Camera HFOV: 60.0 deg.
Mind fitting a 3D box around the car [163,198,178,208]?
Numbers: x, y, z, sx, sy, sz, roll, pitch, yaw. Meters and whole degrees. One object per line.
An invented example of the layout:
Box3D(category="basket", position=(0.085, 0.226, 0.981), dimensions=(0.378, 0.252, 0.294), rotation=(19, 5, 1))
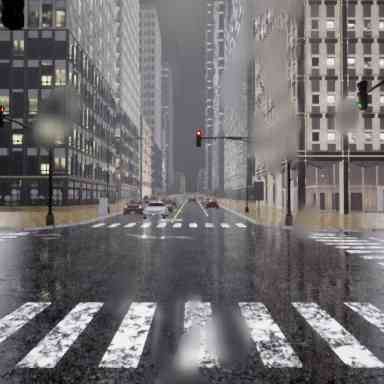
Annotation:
Box3D(category="car", position=(-3.101, 1.620, 49.188), dimensions=(1.895, 1.301, 4.718), rotation=(0, 0, 0))

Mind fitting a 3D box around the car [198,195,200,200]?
Box3D(category="car", position=(2.693, 1.590, 61.687), dimensions=(1.947, 1.339, 4.313), rotation=(1, 0, 0))

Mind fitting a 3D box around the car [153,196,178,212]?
Box3D(category="car", position=(-3.107, 1.562, 38.878), dimensions=(2.033, 1.411, 5.357), rotation=(0, 0, 0))

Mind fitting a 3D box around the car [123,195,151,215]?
Box3D(category="car", position=(-5.680, 1.453, 33.741), dimensions=(1.967, 1.590, 4.097), rotation=(1, 0, 0))

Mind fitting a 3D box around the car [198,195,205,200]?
Box3D(category="car", position=(2.687, 1.583, 95.150), dimensions=(1.887, 1.381, 4.507), rotation=(1, 0, 0))

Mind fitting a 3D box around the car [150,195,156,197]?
Box3D(category="car", position=(-5.680, 1.332, 44.891), dimensions=(2.192, 1.841, 5.009), rotation=(1, 0, 0))

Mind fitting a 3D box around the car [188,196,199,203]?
Box3D(category="car", position=(0.071, 1.573, 70.456), dimensions=(2.033, 1.411, 5.357), rotation=(0, 0, 0))

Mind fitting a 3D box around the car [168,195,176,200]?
Box3D(category="car", position=(-5.694, 1.605, 95.068), dimensions=(1.947, 1.339, 4.313), rotation=(1, 0, 0))

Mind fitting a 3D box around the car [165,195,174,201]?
Box3D(category="car", position=(-5.691, 1.578, 83.917), dimensions=(1.887, 1.381, 4.507), rotation=(1, 0, 0))

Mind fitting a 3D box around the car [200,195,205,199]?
Box3D(category="car", position=(2.695, 1.547, 56.280), dimensions=(1.752, 1.417, 4.829), rotation=(1, 0, 0))

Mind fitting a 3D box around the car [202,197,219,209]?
Box3D(category="car", position=(2.695, 1.599, 44.955), dimensions=(1.802, 1.307, 4.206), rotation=(1, 0, 0))

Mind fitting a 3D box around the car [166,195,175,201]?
Box3D(category="car", position=(-5.692, 1.587, 89.492), dimensions=(2.008, 1.369, 4.403), rotation=(1, 0, 0))

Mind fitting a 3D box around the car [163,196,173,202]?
Box3D(category="car", position=(-5.690, 1.582, 78.342), dimensions=(2.008, 1.369, 4.403), rotation=(1, 0, 0))

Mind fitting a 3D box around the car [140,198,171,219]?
Box3D(category="car", position=(-3.110, 1.537, 29.214), dimensions=(1.812, 1.442, 4.674), rotation=(0, 0, 0))
